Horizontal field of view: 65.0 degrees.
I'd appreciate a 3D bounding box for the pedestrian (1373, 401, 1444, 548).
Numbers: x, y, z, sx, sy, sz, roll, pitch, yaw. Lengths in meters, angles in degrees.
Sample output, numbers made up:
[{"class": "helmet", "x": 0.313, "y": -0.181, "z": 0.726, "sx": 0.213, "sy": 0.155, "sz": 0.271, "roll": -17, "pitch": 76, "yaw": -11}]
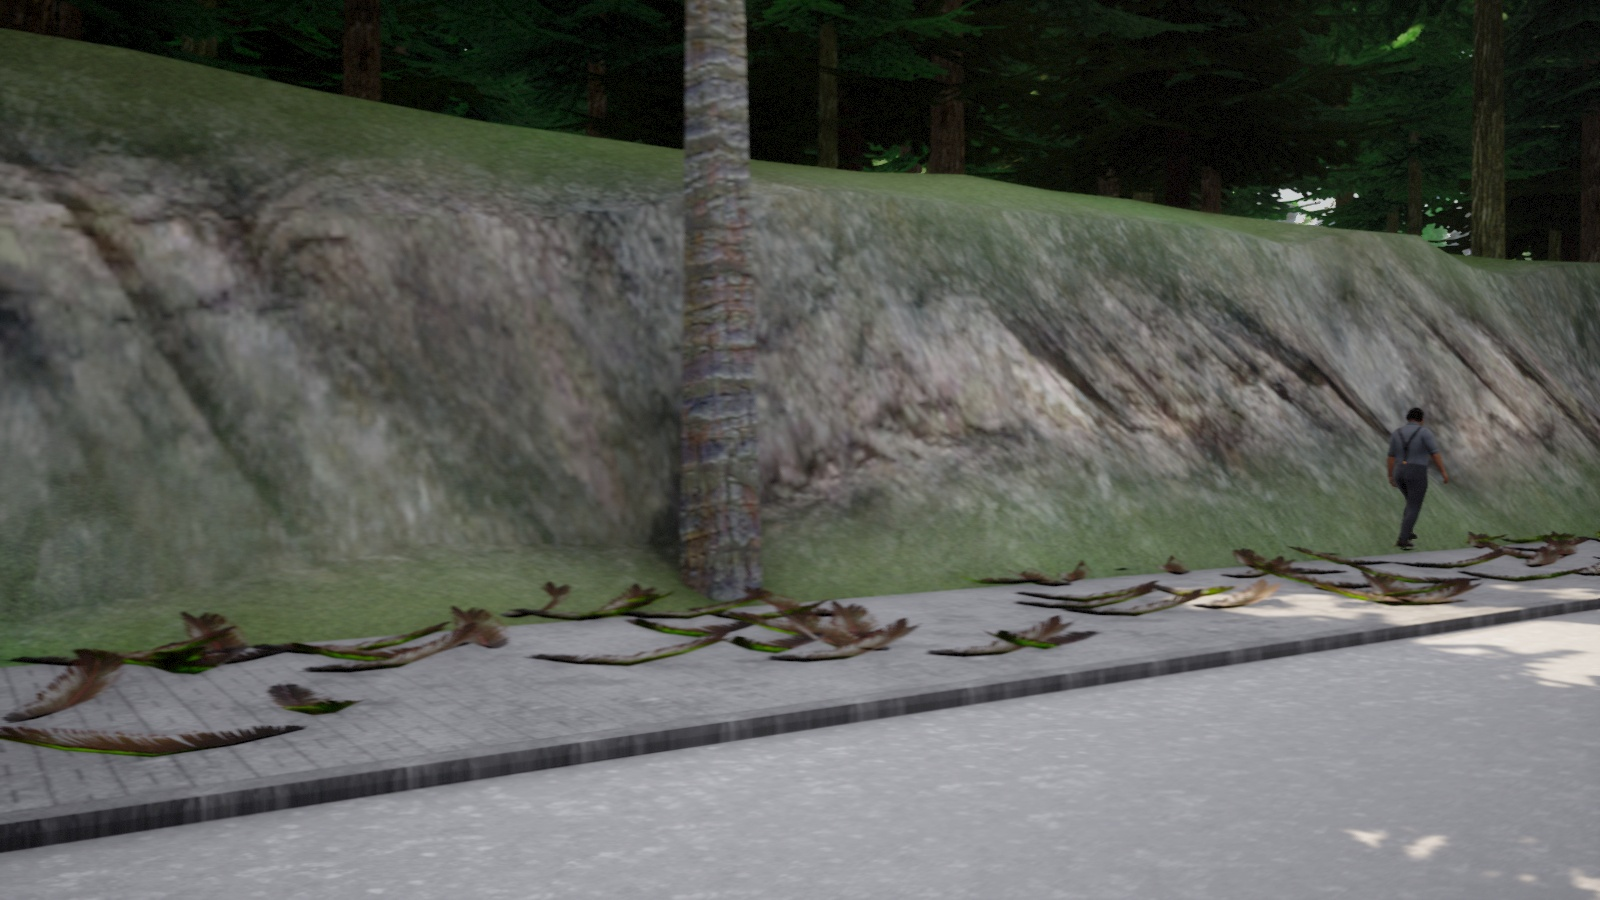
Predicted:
[{"class": "pedestrian", "x": 7.856, "y": 0.308, "z": 16.205, "sx": 0.694, "sy": 1.848, "sz": 0.540, "roll": 0, "pitch": 0, "yaw": -33}]
